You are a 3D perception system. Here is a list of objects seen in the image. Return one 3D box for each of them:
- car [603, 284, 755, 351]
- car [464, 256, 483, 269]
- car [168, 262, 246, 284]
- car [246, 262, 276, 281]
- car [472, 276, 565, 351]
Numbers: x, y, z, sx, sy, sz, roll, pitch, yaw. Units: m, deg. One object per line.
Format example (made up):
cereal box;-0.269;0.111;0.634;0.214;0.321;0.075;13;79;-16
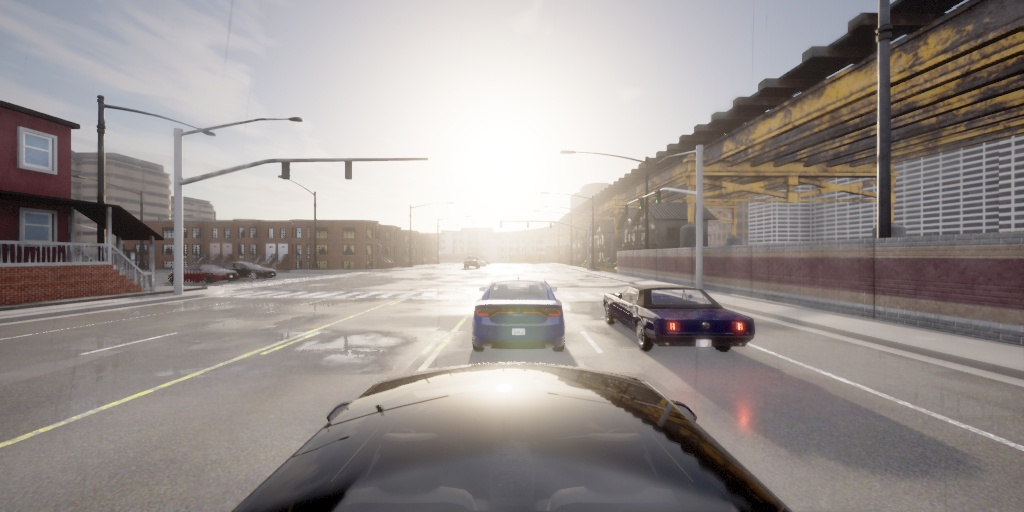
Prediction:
car;3.656;1.351;8.964;1.895;1.301;4.718;0;0;1
car;-6.362;0.971;57.611;2.150;2.045;5.566;0;0;1
car;-22.483;1.314;26.280;4.181;1.385;1.994;0;0;3
car;-22.396;1.255;29.910;4.892;1.490;1.837;0;0;0
car;0.157;1.228;9.003;1.882;1.535;5.008;0;0;1
